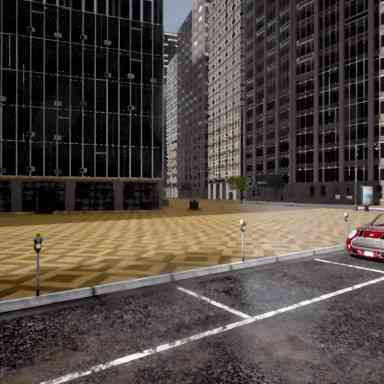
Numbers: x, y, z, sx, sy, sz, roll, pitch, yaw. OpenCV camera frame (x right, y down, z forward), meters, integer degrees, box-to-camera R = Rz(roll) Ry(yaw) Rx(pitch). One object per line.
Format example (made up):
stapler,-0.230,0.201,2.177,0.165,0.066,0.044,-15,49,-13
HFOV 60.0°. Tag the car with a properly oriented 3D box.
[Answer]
car,7.237,1.438,11.716,4.097,1.590,1.967,0,0,-35
